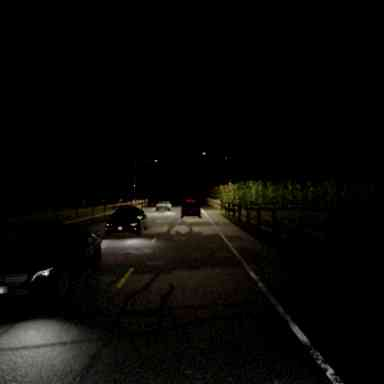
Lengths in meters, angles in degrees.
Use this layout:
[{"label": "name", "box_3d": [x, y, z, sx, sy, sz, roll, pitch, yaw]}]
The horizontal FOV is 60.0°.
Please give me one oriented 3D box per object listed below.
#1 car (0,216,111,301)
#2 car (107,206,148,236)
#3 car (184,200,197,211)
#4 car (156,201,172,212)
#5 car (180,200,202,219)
[{"label": "car", "box_3d": [-3.628, 1.589, 8.581, 1.812, 1.442, 4.674, 0, 0, -1]}, {"label": "car", "box_3d": [-3.708, 1.639, 19.513, 1.837, 1.490, 4.892, 0, -1, 0]}, {"label": "car", "box_3d": [-0.210, 1.846, 47.473, 1.812, 1.442, 4.674, 0, 0, -1]}, {"label": "car", "box_3d": [-3.783, 1.908, 44.537, 1.895, 1.301, 4.718, 0, 0, 0]}, {"label": "car", "box_3d": [-0.102, 1.688, 32.104, 1.882, 1.535, 5.008, 0, 0, 0]}]
